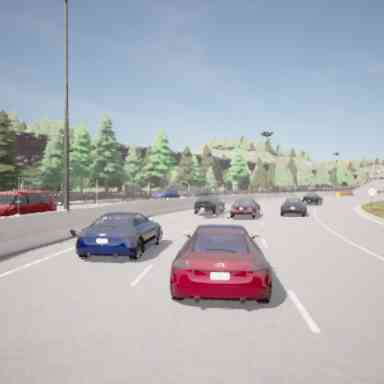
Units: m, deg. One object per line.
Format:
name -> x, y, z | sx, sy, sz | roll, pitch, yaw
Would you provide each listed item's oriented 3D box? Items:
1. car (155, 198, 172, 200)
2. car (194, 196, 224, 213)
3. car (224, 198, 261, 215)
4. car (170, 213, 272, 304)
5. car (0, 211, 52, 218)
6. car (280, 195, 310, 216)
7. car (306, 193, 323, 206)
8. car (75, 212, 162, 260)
car -> -4.060, 0.460, 51.288 | 2.150, 2.045, 5.566 | 1, 1, 29
car -> 1.599, 1.088, 28.824 | 1.837, 1.490, 4.892 | 0, 1, 18
car -> 4.182, 1.185, 25.676 | 2.033, 1.411, 5.357 | 0, 1, 17
car -> 0.686, 1.448, 7.959 | 1.994, 1.385, 4.181 | 0, 1, 5
car -> -8.973, 0.951, 16.405 | 2.150, 2.045, 5.566 | 0, 1, 10
car -> 8.464, 1.188, 27.601 | 1.994, 1.385, 4.181 | 0, 1, 20
car -> 15.723, 0.898, 43.268 | 1.882, 1.535, 5.008 | 1, 1, 30
car -> -2.380, 1.383, 11.759 | 1.994, 1.385, 4.181 | 0, 1, 7
